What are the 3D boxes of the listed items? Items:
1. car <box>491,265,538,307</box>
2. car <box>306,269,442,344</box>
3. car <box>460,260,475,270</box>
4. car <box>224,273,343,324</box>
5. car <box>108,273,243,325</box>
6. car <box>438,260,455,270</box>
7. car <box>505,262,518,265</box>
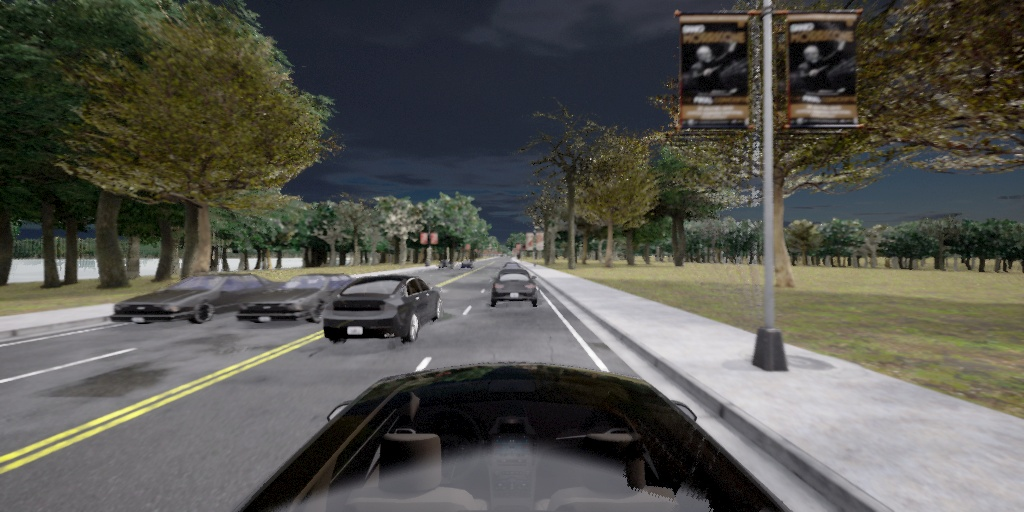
[{"bbox_3d":[0.084,1.277,15.449,1.812,1.442,4.674,0,0,0],"label":"car"},{"bbox_3d":[-3.156,1.256,9.626,1.837,1.490,4.892,0,0,0],"label":"car"},{"bbox_3d":[-6.752,1.375,54.836,2.033,1.411,5.357,0,0,-1],"label":"car"},{"bbox_3d":[-6.609,1.299,12.255,2.033,1.411,5.357,0,0,0],"label":"car"},{"bbox_3d":[-9.858,1.299,12.107,2.033,1.411,5.357,0,0,0],"label":"car"},{"bbox_3d":[-10.002,1.340,54.805,1.994,1.385,4.181,0,0,-1],"label":"car"},{"bbox_3d":[-0.004,1.322,35.942,1.994,1.385,4.181,0,0,0],"label":"car"}]
